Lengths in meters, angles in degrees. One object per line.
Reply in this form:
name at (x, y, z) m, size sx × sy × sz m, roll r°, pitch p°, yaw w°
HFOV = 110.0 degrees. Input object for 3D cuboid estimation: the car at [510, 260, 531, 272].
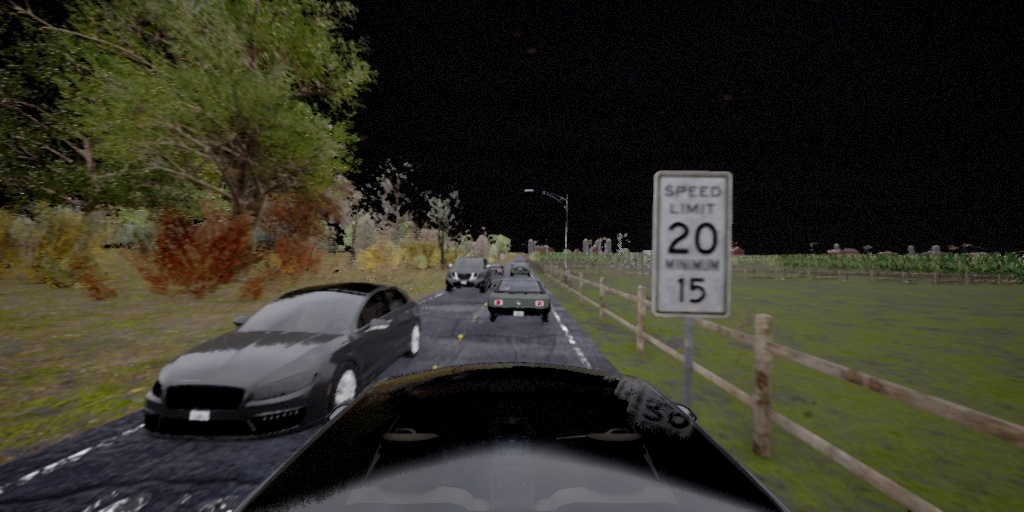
car at (0.908, 1.311, 38.657) m, size 2.097 × 1.767 × 4.553 m, roll 1°, pitch 0°, yaw 2°

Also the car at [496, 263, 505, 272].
car at (-1.869, 1.501, 40.525) m, size 1.994 × 1.385 × 4.181 m, roll 1°, pitch 0°, yaw 1°

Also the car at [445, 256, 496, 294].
car at (-2.436, 1.038, 21.422) m, size 2.150 × 2.045 × 5.566 m, roll 1°, pitch 0°, yaw 1°

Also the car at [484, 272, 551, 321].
car at (0.271, 1.421, 12.737) m, size 1.895 × 1.301 × 4.718 m, roll 1°, pitch 0°, yaw 2°

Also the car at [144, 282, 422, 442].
car at (-2.826, 1.224, 5.735) m, size 1.837 × 1.490 × 4.892 m, roll 1°, pitch 0°, yaw 1°
